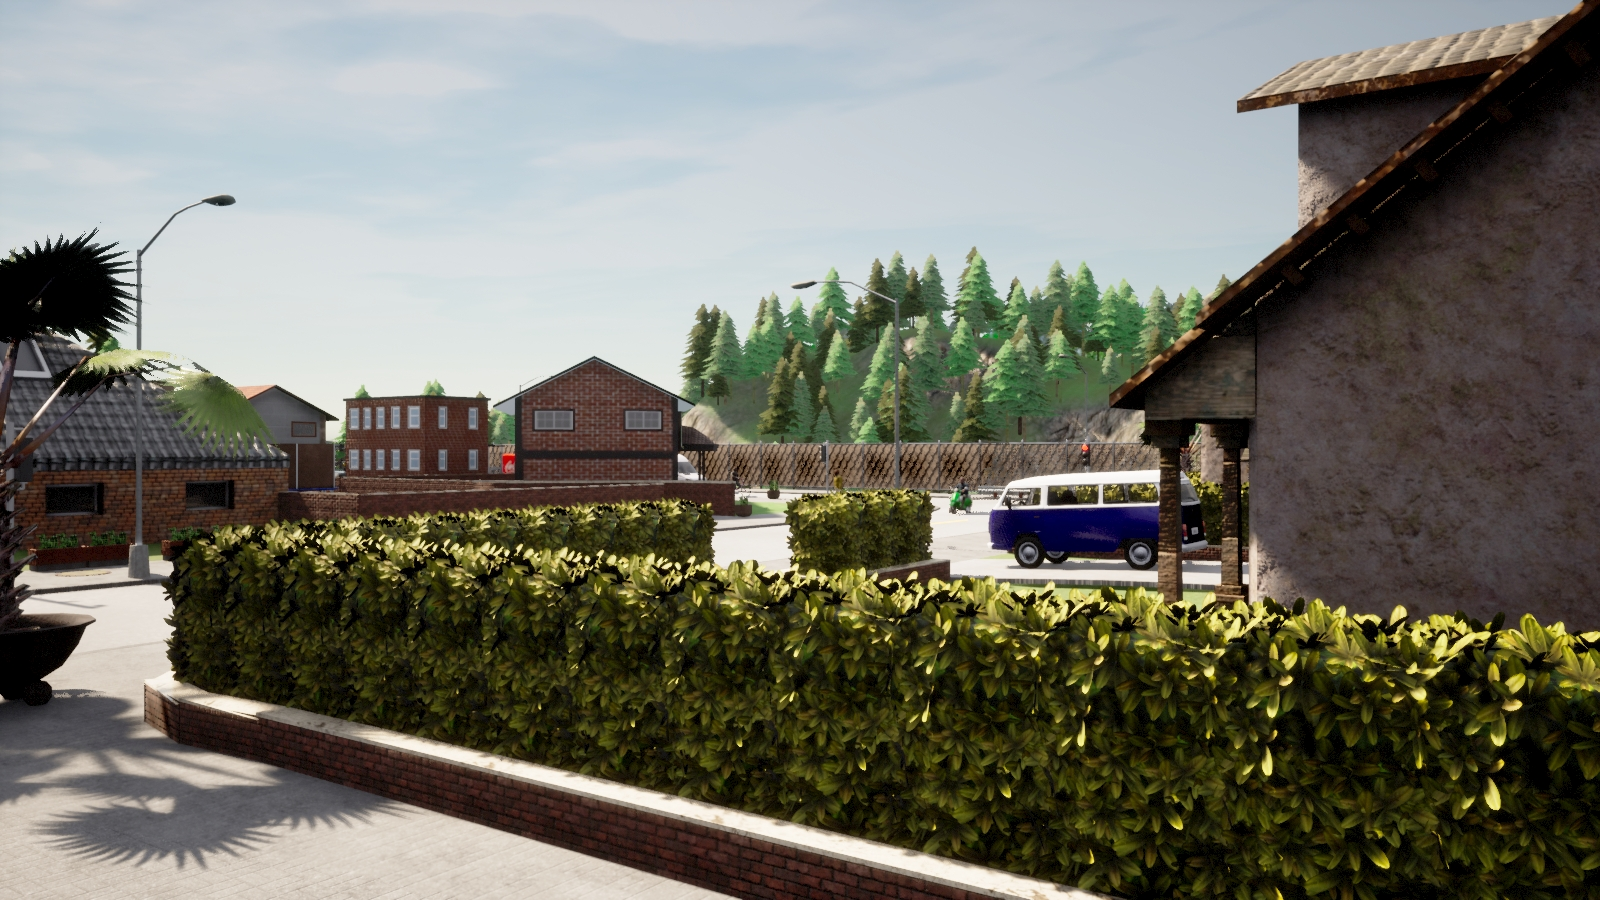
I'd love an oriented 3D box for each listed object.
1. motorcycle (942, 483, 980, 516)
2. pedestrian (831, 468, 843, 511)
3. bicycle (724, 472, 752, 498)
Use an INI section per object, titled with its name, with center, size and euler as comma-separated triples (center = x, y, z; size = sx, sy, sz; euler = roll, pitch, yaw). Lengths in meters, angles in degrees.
[motorcycle]
center = 6.935, 2.133, 49.230
size = 0.856, 1.316, 1.805
euler = 0, 0, 37
[pedestrian]
center = 1.625, 1.734, 50.080
size = 0.375, 1.860, 0.375
euler = 0, 0, -36
[bicycle]
center = -3.643, 2.044, 67.431
size = 1.835, 1.471, 0.329
euler = 0, 0, 35
